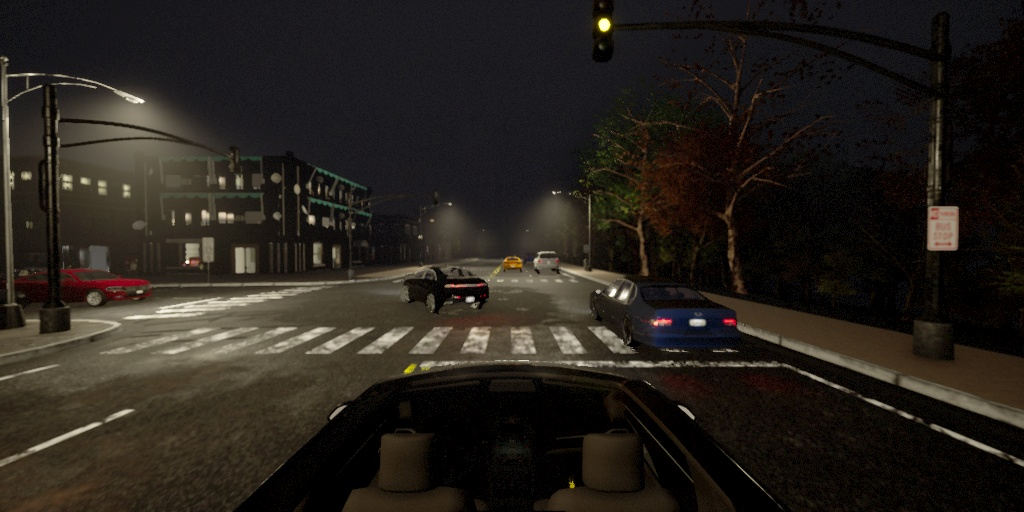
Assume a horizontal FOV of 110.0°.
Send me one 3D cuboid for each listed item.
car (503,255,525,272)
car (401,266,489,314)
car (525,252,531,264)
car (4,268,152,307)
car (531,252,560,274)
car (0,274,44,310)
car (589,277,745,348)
[{"bbox_3d":[0.064,0.842,37.943,1.882,1.535,5.008,0,1,0],"label":"car"},{"bbox_3d":[-2.632,1.119,13.293,2.128,1.511,4.902,0,0,-33],"label":"car"},{"bbox_3d":[3.188,0.320,62.713,2.150,2.045,5.566,0,1,0],"label":"car"},{"bbox_3d":[-18.435,1.292,15.313,5.008,1.535,1.882,-1,1,-1],"label":"car"},{"bbox_3d":[3.317,0.616,35.126,2.150,2.045,5.566,0,1,0],"label":"car"},{"bbox_3d":[-19.958,1.453,12.600,4.313,1.339,1.948,0,0,0],"label":"car"},{"bbox_3d":[3.341,1.221,8.974,2.033,1.411,5.357,0,1,0],"label":"car"}]
